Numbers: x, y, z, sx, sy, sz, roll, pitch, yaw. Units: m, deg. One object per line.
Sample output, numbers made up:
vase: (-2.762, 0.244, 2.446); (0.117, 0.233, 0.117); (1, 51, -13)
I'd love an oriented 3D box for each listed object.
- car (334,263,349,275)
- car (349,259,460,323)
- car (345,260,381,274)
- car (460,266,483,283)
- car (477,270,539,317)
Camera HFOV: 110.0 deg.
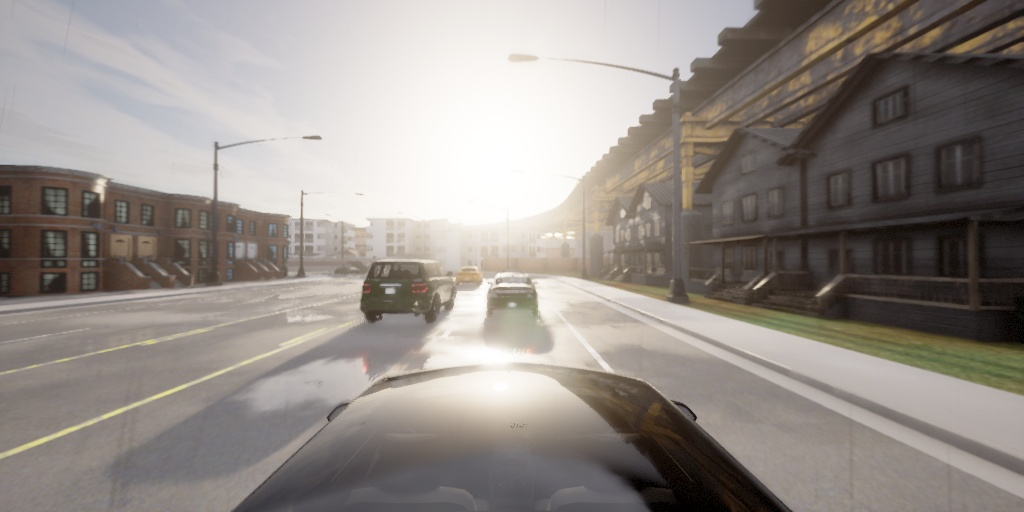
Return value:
car: (-23.150, 1.991, 50.507); (4.181, 1.385, 1.994); (-1, -1, 36)
car: (-3.480, 1.130, 12.993); (2.150, 2.045, 5.566); (0, -1, 0)
car: (-22.774, 1.707, 54.648); (5.566, 2.045, 2.150); (-1, -1, 31)
car: (-3.510, 1.624, 30.287); (1.882, 1.535, 5.008); (0, 0, 0)
car: (0.032, 1.414, 14.105); (2.128, 1.511, 4.902); (0, -1, 1)
